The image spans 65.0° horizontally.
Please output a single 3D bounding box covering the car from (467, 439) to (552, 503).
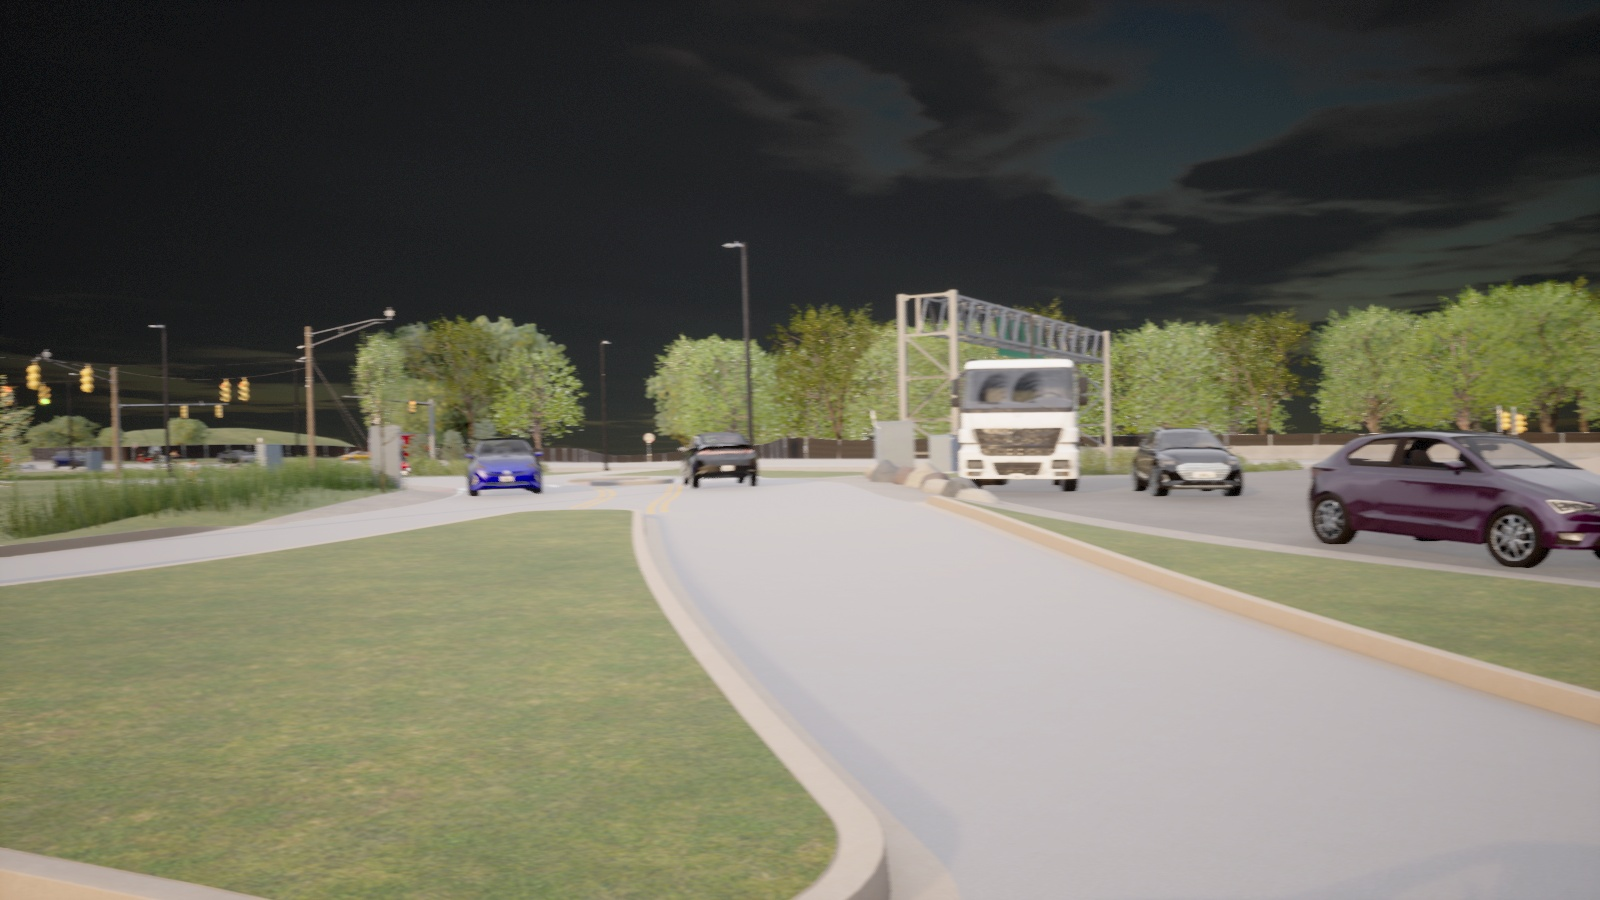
[{"bbox_3d":[-7.986,0.536,34.205,2.007,1.525,4.514,-3,1,-15],"label":"car"}]

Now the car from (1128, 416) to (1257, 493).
[{"bbox_3d":[9.290,0.076,30.173,2.033,1.649,4.856,-1,1,6],"label":"car"}]

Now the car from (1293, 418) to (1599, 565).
[{"bbox_3d":[8.032,0.368,14.862,1.816,1.474,4.193,-1,1,-18],"label":"car"}]

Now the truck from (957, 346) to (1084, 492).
[{"bbox_3d":[6.198,-0.800,34.274,2.891,3.462,7.936,-1,1,13],"label":"truck"}]

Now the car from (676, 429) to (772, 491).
[{"bbox_3d":[-2.227,0.261,35.474,2.128,1.511,4.902,-3,0,-10],"label":"car"}]
